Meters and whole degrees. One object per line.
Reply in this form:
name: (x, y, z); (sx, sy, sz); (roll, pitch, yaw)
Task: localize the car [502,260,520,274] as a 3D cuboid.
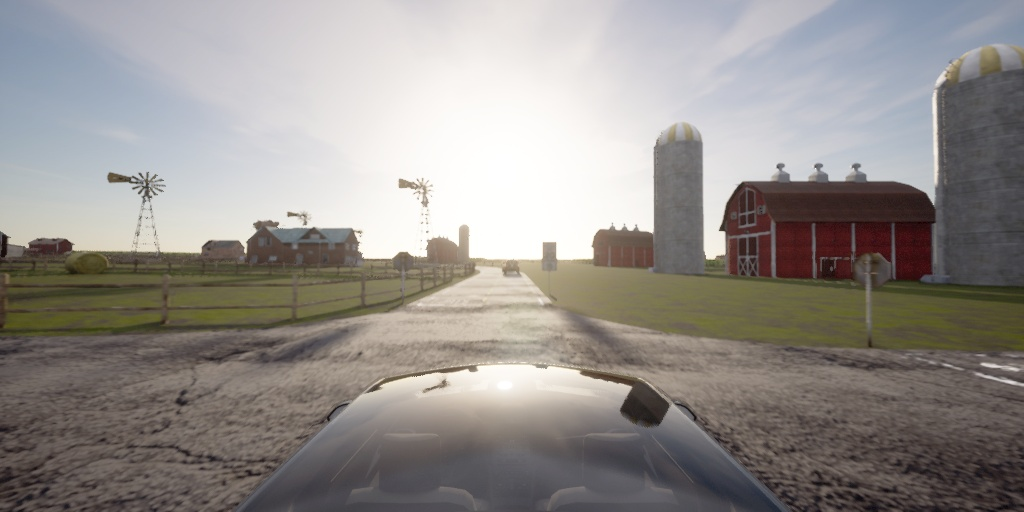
car: (-0.057, 1.518, 50.989); (2.150, 2.045, 5.566); (0, -1, -2)

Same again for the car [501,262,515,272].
car: (-0.698, 1.879, 61.491); (1.882, 1.535, 5.008); (0, -1, -6)
